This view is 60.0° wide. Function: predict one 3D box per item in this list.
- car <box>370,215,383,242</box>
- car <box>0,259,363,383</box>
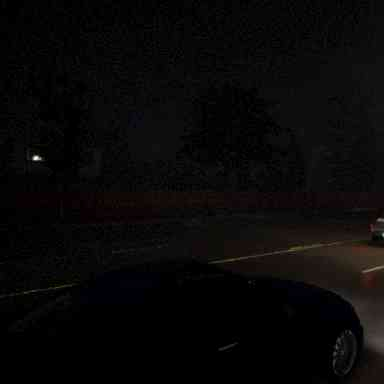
[{"bbox_3d":[9.847,1.533,15.031,4.674,1.442,1.812,0,0,-35],"label":"car"},{"bbox_3d":[0.024,1.526,3.758,4.674,1.442,1.812,0,0,-35],"label":"car"}]
